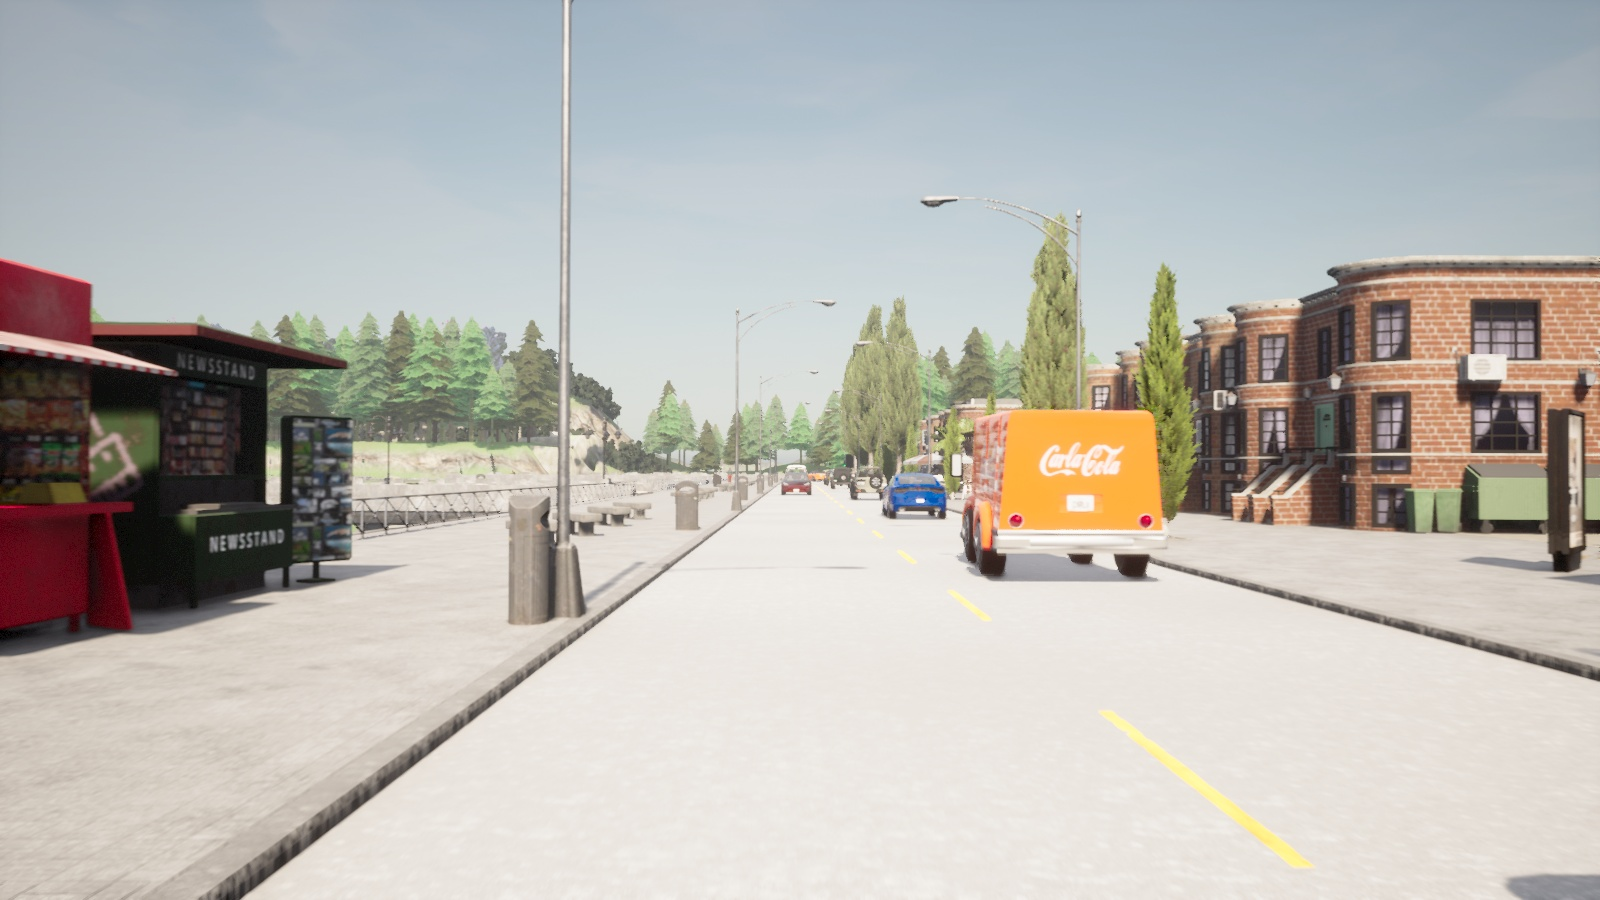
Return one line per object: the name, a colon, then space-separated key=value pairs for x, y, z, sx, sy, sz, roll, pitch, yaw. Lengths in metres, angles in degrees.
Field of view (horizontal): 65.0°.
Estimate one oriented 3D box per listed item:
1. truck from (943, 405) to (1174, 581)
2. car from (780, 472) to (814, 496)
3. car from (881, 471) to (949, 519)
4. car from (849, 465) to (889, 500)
truck: x=3.944 y=0.652 z=20.323 sx=2.627 sy=2.467 sz=5.204 roll=0 pitch=-1 yaw=0
car: x=-0.212 y=2.185 z=81.808 sx=2.163 sy=1.488 sz=4.792 roll=0 pitch=-1 yaw=0
car: x=3.887 y=1.501 z=43.241 sx=1.882 sy=1.535 sz=5.008 roll=0 pitch=-1 yaw=0
car: x=3.818 y=1.785 z=69.847 sx=1.932 sy=1.855 sz=4.605 roll=0 pitch=-1 yaw=0
